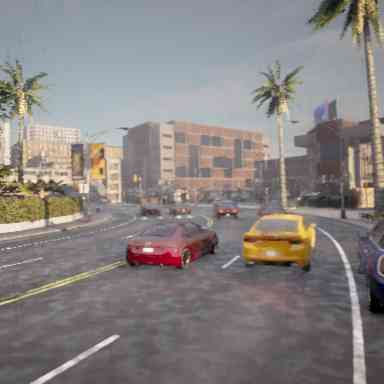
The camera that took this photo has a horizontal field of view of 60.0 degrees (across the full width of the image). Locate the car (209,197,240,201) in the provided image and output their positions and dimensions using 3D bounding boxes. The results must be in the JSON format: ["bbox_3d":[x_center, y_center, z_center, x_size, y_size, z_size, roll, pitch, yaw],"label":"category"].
[{"bbox_3d":[4.252,1.738,43.571,1.882,1.535,5.008,-1,-1,-17],"label":"car"}]

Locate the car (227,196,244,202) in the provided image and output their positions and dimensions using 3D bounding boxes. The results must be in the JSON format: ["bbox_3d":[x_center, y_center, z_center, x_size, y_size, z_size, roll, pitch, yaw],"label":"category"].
[{"bbox_3d":[10.893,1.833,82.939,1.816,1.474,4.193,-1,-1,-38],"label":"car"}]

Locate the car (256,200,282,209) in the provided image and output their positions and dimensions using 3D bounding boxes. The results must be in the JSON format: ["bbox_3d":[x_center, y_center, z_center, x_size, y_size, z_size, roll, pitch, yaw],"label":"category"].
[{"bbox_3d":[6.494,1.635,27.239,1.994,1.385,4.181,-1,0,4],"label":"car"}]

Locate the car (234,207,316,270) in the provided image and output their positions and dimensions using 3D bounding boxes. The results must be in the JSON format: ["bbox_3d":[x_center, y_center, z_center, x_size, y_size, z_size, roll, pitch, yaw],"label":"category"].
[{"bbox_3d":[3.060,1.498,11.205,1.882,1.535,5.008,-2,0,22],"label":"car"}]

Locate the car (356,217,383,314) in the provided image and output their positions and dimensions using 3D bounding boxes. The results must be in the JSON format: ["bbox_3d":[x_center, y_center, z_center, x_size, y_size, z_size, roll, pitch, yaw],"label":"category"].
[{"bbox_3d":[4.838,1.296,7.237,2.097,1.767,4.553,-2,-1,23],"label":"car"}]

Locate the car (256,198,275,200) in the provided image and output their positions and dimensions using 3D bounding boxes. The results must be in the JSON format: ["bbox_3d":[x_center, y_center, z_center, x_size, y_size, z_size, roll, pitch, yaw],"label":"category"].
[{"bbox_3d":[19.147,1.858,89.436,1.895,1.301,4.718,-1,-1,-38],"label":"car"}]

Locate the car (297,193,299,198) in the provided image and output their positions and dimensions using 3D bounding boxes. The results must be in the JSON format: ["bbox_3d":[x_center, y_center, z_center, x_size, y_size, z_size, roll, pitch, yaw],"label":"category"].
[{"bbox_3d":[24.129,1.437,71.928,2.002,1.452,4.674,-1,-1,-38],"label":"car"}]

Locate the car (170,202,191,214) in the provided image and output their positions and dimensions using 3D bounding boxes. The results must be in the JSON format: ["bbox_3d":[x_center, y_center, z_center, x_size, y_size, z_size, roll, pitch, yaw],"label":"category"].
[{"bbox_3d":[-1.393,1.922,38.776,1.994,1.385,4.181,-1,-1,-13],"label":"car"}]

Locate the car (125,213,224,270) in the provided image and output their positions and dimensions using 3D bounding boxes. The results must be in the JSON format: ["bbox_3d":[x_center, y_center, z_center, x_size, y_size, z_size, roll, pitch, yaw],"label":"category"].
[{"bbox_3d":[-0.528,1.674,11.645,1.994,1.385,4.181,-2,0,22],"label":"car"}]

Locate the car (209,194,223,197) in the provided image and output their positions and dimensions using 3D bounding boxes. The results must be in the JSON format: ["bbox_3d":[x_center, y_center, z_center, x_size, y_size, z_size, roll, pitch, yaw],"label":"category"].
[{"bbox_3d":[4.881,1.788,78.290,2.185,1.767,4.553,-1,-1,-38],"label":"car"}]

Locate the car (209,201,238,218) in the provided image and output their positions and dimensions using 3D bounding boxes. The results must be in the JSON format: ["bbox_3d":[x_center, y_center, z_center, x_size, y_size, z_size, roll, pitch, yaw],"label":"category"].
[{"bbox_3d":[3.094,1.795,32.200,1.895,1.301,4.718,-1,0,-3],"label":"car"}]

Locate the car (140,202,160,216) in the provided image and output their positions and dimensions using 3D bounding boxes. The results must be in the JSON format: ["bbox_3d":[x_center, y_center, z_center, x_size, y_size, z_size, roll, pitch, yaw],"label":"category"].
[{"bbox_3d":[-4.849,1.928,38.288,1.882,1.535,5.008,-1,-1,-14],"label":"car"}]
